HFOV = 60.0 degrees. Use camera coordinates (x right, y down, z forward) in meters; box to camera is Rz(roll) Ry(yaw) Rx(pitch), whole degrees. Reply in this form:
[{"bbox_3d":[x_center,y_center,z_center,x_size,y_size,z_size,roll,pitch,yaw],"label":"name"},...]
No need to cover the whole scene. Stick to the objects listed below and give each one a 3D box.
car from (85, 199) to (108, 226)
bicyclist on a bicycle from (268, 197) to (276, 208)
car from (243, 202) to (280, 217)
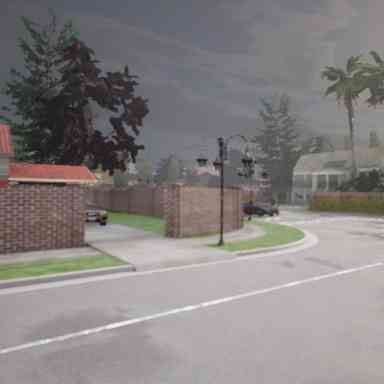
[{"bbox_3d":[-7.024,1.204,20.708,2.152,1.636,5.027,1,-1,-35],"label":"car"},{"bbox_3d":[10.782,1.521,44.830,1.656,1.620,0.582,1,0,-35],"label":"bicyclist on a bicycle"},{"bbox_3d":[6.186,1.676,33.218,2.033,1.411,5.357,1,0,-35],"label":"car"}]
